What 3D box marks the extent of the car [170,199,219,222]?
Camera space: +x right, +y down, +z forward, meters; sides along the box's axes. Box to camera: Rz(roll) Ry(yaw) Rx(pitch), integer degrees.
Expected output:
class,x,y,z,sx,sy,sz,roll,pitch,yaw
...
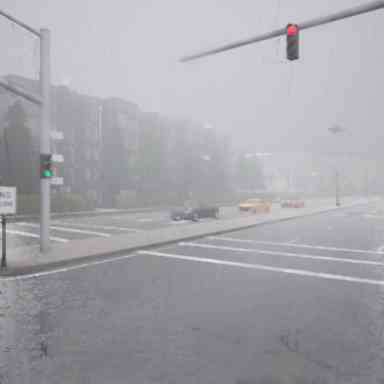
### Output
class,x,y,z,sx,sy,sz,roll,pitch,yaw
car,0.257,1.348,26.170,2.097,1.767,4.553,0,0,35

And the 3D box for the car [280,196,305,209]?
class,x,y,z,sx,sy,sz,roll,pitch,yaw
car,13.734,1.348,45.361,2.097,1.767,4.553,0,0,35

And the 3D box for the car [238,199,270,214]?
class,x,y,z,sx,sy,sz,roll,pitch,yaw
car,6.589,1.474,35.195,1.882,1.535,5.008,0,0,35
